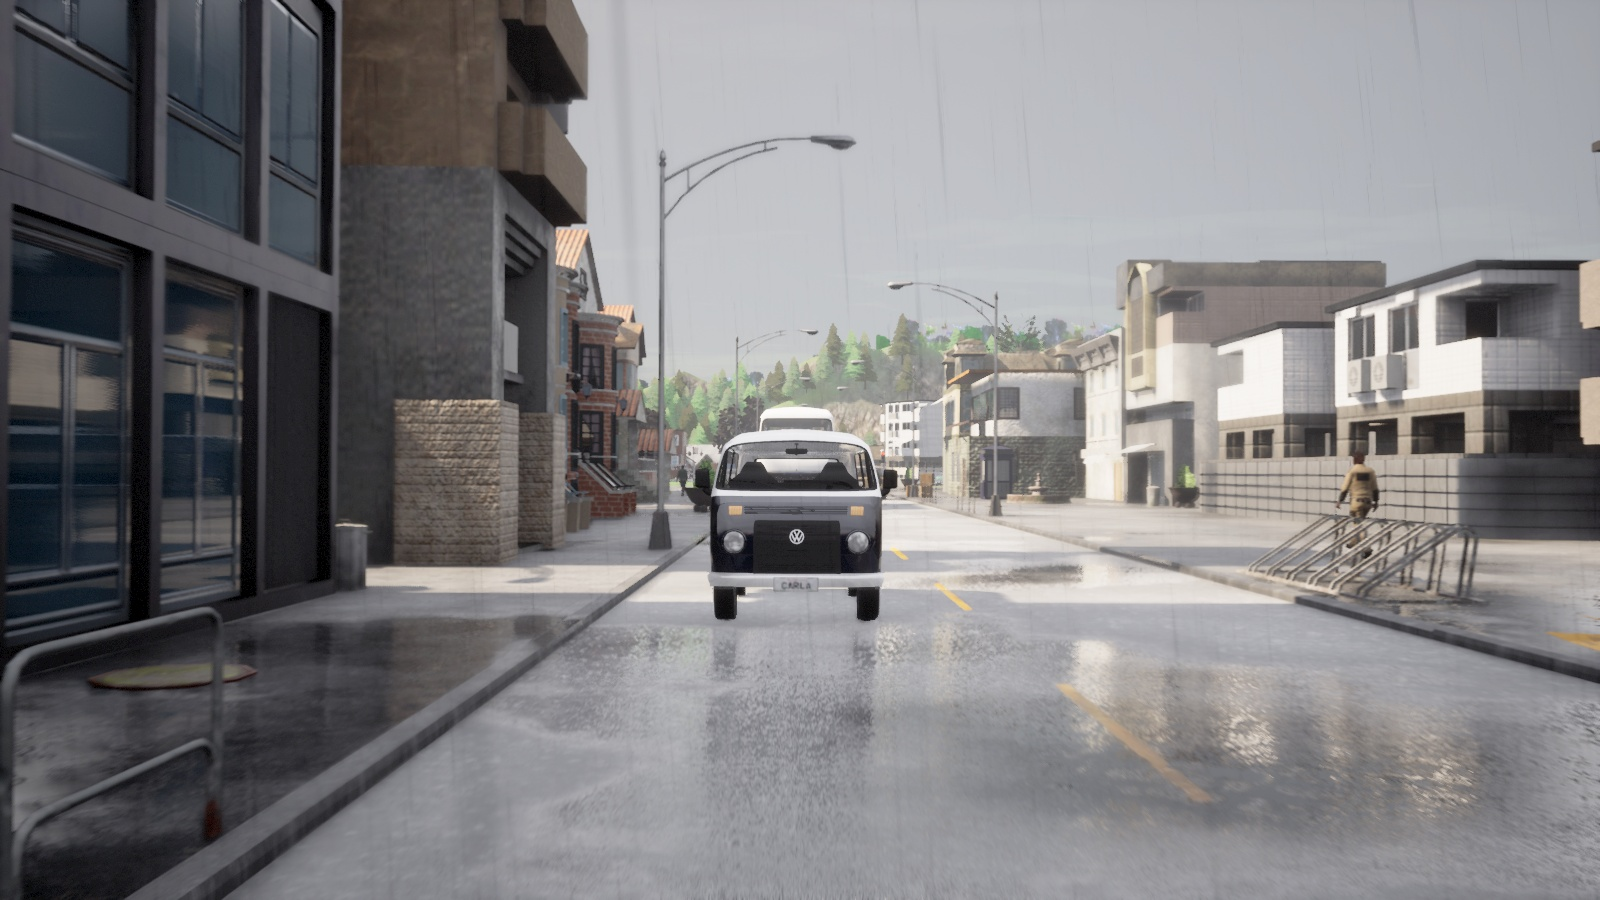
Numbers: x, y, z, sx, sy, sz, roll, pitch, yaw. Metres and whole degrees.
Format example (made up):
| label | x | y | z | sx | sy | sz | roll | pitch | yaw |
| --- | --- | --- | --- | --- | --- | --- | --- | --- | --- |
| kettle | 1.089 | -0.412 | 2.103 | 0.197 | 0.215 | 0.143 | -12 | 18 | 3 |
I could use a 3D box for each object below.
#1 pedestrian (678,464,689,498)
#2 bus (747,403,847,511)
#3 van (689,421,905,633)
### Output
| label | x | y | z | sx | sy | sz | roll | pitch | yaw |
| --- | --- | --- | --- | --- | --- | --- | --- | --- | --- |
| pedestrian | -6.606 | 1.748 | 71.047 | 0.423 | 1.949 | 0.788 | 0 | -1 | 12 |
| bus | -0.140 | 0.355 | 54.764 | 3.944 | 4.253 | 10.273 | 0 | -1 | 0 |
| van | -0.036 | 0.778 | 14.344 | 2.069 | 2.038 | 4.480 | 0 | -1 | 0 |
